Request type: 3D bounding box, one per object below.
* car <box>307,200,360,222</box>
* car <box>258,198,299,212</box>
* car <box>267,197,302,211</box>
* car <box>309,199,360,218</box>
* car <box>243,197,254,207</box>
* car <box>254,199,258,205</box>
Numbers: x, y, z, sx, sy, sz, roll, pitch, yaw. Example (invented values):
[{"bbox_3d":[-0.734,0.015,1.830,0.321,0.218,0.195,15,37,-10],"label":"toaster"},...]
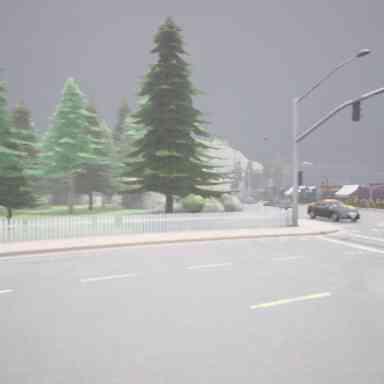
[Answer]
[{"bbox_3d":[11.149,1.512,26.502,2.128,1.511,4.902,0,0,-13],"label":"car"},{"bbox_3d":[9.124,1.557,35.181,1.994,1.385,4.181,0,0,-14],"label":"car"},{"bbox_3d":[11.338,1.477,41.130,2.128,1.511,4.902,0,0,-13],"label":"car"},{"bbox_3d":[13.477,1.491,31.935,1.882,1.535,5.008,0,0,-13],"label":"car"},{"bbox_3d":[6.522,1.523,46.404,1.994,1.385,4.181,0,0,-13],"label":"car"},{"bbox_3d":[8.819,1.477,52.019,1.812,1.442,4.674,0,0,-13],"label":"car"}]
